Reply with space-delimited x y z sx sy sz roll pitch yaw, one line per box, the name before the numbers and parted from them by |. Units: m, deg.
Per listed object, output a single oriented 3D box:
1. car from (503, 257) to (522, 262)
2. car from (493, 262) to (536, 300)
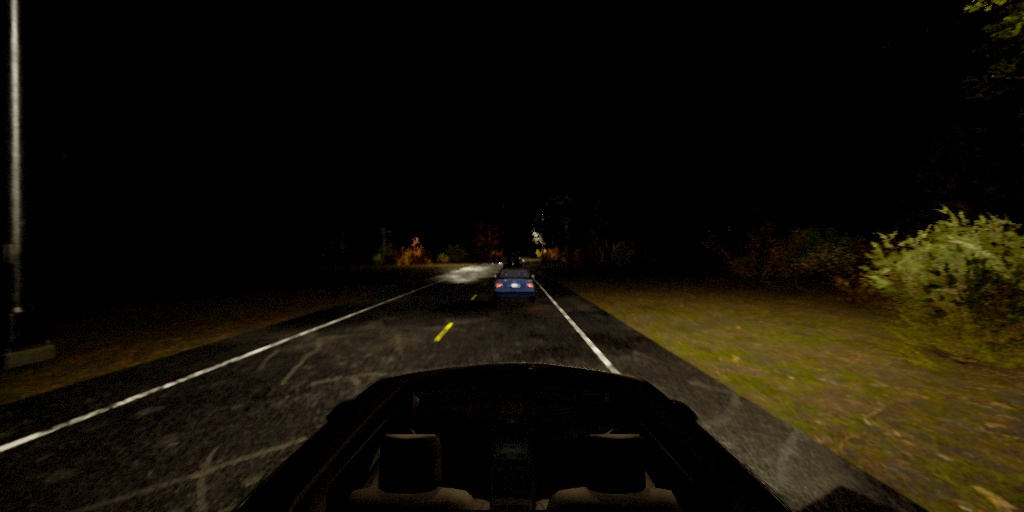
car | 0.094 0.849 41.233 2.097 1.767 4.553 0 0 0
car | 0.098 1.201 16.783 2.033 1.411 5.357 0 0 0
